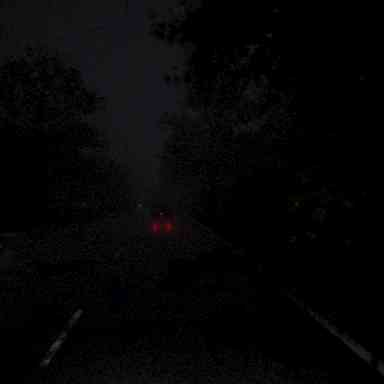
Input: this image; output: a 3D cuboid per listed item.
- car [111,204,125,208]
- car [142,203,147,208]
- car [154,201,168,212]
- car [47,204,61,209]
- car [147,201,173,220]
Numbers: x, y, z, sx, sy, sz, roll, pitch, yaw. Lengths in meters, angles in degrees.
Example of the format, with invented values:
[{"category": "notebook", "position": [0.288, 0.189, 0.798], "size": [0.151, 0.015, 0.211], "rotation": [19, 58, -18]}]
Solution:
[{"category": "car", "position": [-19.119, 3.521, 83.842], "size": [4.902, 1.511, 2.128], "rotation": [-1, -3, 7]}, {"category": "car", "position": [-10.050, 3.106, 78.644], "size": [1.882, 1.535, 5.008], "rotation": [1, -3, -38]}, {"category": "car", "position": [-4.668, 2.117, 49.816], "size": [1.882, 1.535, 5.008], "rotation": [-1, -2, -6]}, {"category": "car", "position": [-34.267, 3.699, 82.712], "size": [4.674, 1.442, 1.812], "rotation": [-1, -3, 2]}, {"category": "car", "position": [-2.789, 1.697, 30.633], "size": [2.128, 1.511, 4.902], "rotation": [-1, -1, -6]}]
